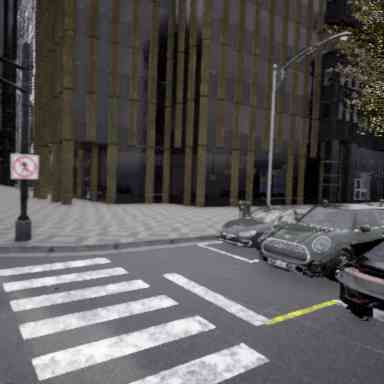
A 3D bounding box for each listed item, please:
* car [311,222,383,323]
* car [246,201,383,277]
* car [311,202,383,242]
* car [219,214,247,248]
[{"bbox_3d":[4.526,1.438,5.721,4.902,1.511,2.128,0,3,-34],"label":"car"},{"bbox_3d":[3.959,1.126,9.072,4.553,1.767,2.097,1,3,-35],"label":"car"},{"bbox_3d":[7.491,1.218,14.740,4.313,1.339,1.947,0,3,-34],"label":"car"},{"bbox_3d":[2.948,1.169,11.618,4.403,1.369,2.008,0,3,-34],"label":"car"}]
